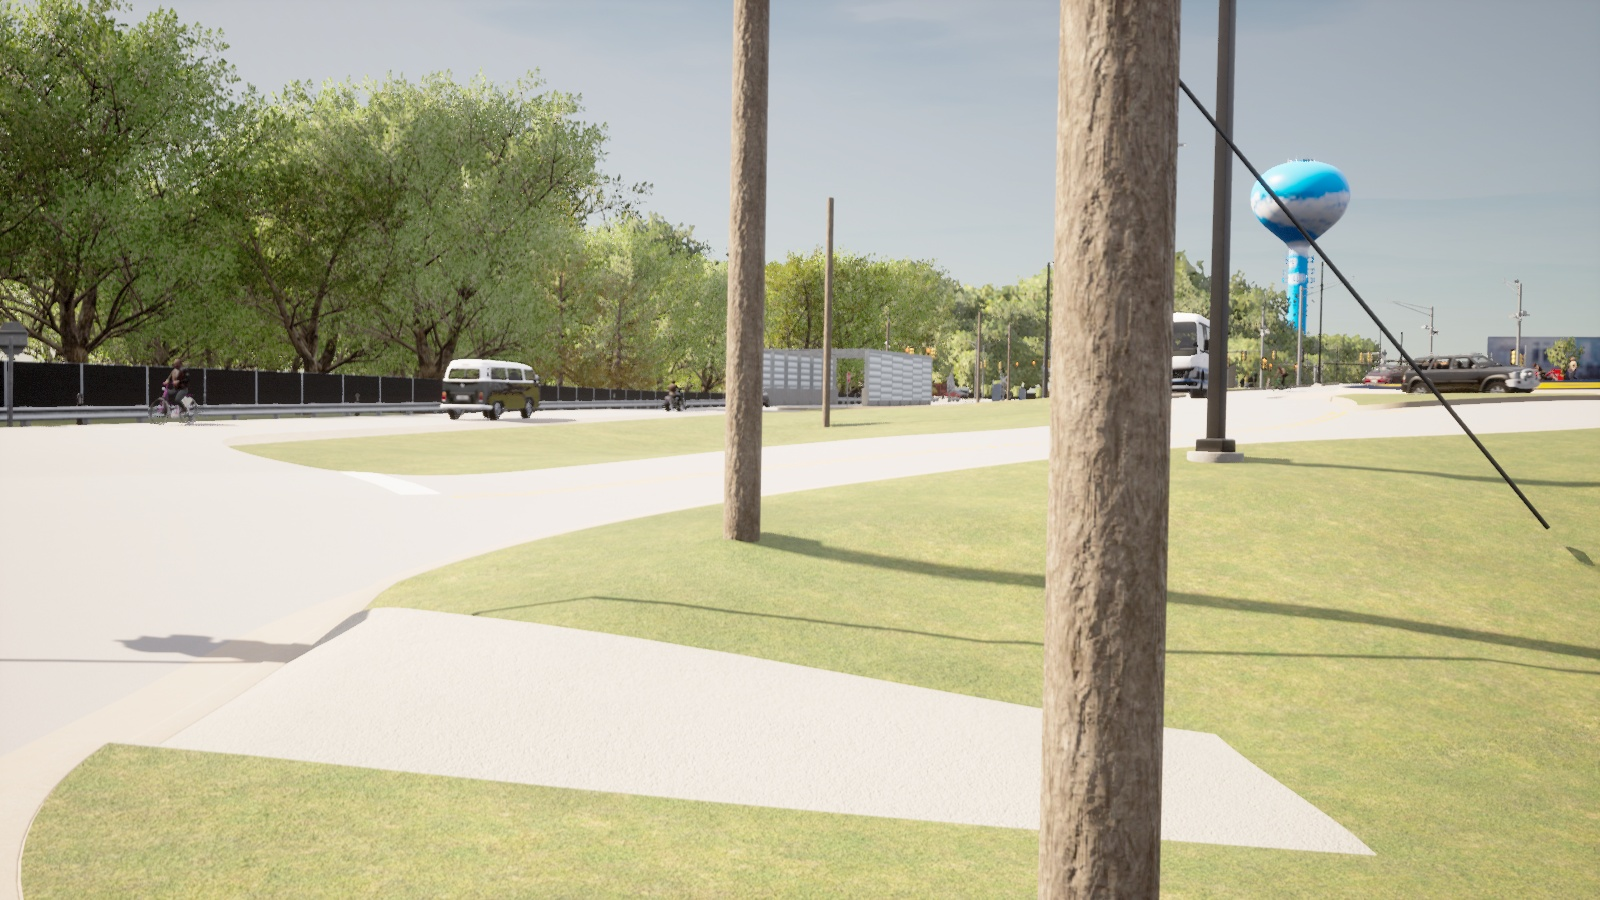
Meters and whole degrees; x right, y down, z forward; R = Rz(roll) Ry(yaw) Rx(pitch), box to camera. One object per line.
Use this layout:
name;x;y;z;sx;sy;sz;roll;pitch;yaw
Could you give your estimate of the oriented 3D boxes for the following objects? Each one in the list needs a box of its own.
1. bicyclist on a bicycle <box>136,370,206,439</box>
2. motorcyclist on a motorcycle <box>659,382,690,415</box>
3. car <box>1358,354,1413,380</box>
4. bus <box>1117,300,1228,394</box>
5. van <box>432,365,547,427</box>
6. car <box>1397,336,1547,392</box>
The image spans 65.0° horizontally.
bicyclist on a bicycle;-16.638;-1.222;33.267;0.659;1.776;1.843;0;3;10
motorcyclist on a motorcycle;-6.251;-2.571;62.569;0.766;1.649;2.350;0;3;14
car;37.503;-5.307;80.421;3.705;1.549;1.789;-5;6;-41
bus;18.925;-4.975;63.247;3.944;4.253;10.273;0;2;25
van;-10.745;-1.896;43.865;2.069;2.038;4.480;0;3;13
car;25.273;-3.219;47.373;1.932;1.855;4.605;-6;5;-35
